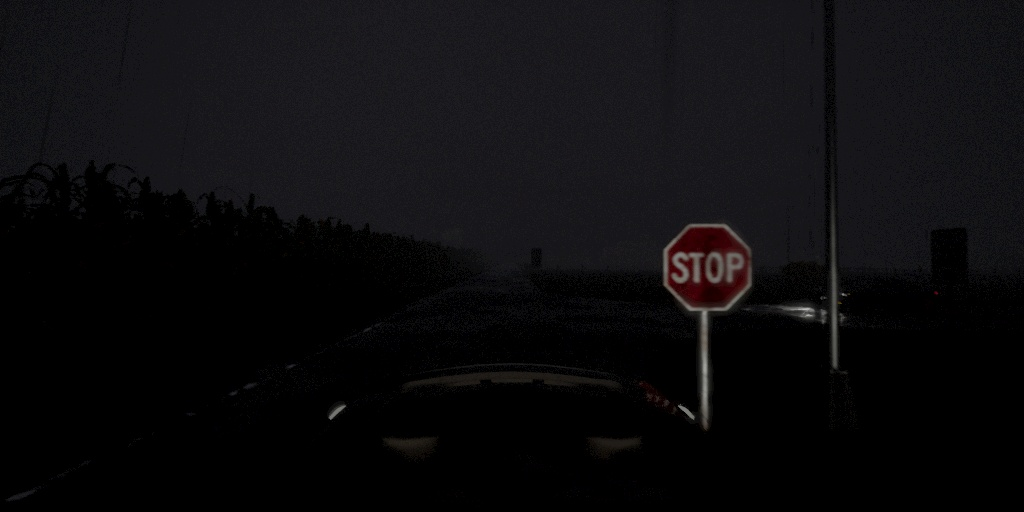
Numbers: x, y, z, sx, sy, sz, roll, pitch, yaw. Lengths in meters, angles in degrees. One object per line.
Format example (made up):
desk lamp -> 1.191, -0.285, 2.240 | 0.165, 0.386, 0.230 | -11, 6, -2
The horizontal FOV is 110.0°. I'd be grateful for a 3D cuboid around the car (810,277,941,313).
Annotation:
car -> 15.402, 1.617, 15.355 | 4.181, 1.385, 1.994 | 0, -1, 1
